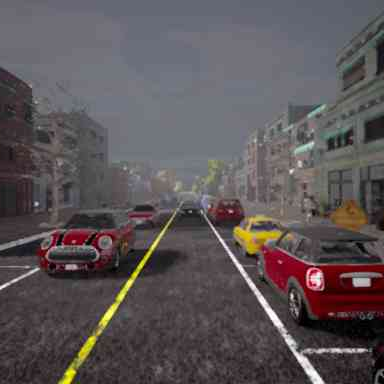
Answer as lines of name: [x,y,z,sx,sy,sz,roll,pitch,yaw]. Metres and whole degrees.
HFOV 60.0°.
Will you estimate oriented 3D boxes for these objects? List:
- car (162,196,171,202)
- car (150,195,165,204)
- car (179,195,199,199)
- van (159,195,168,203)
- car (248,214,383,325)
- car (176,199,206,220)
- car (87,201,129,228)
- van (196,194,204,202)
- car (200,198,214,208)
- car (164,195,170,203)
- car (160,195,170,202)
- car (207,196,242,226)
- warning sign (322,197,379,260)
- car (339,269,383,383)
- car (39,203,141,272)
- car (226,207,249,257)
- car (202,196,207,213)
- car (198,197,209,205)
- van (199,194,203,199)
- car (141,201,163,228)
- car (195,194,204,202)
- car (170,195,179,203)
car: [-6.463,1.739,84.746,1.887,1.381,4.507,-1,0,-1]
car: [-6.203,1.690,57.005,2.008,1.369,4.403,-1,0,-1]
car: [-0.321,1.587,47.253,2.128,1.511,4.902,0,0,-1]
van: [-6.362,1.514,73.650,1.690,1.788,3.998,-1,0,-1]
car: [2.642,1.442,7.153,1.967,1.590,4.097,-1,0,-1]
car: [-0.143,1.605,28.451,2.033,1.411,5.357,0,0,-1]
car: [-5.894,1.513,23.716,1.967,1.590,4.097,-1,0,-1]
van: [1.966,1.488,79.278,1.690,1.788,3.998,-1,0,-1]
car: [2.228,1.637,51.538,1.887,1.381,4.507,-1,0,-1]
car: [-6.310,1.477,68.102,2.192,1.841,5.009,-1,0,-1]
car: [-6.413,1.623,79.198,1.967,1.590,4.097,-1,0,-1]
car: [2.484,1.351,23.797,2.192,1.841,5.009,-1,0,-1]
warning sign: [4.998,1.114,10.570,1.300,1.860,1.060,0,0,-1]
car: [2.695,1.557,1.605,1.947,1.339,4.313,-1,0,-1]
car: [-3.179,1.388,10.979,2.097,1.767,4.553,0,0,0]
car: [2.589,1.539,12.871,1.752,1.417,4.829,-1,0,-1]
car: [2.382,1.499,34.893,1.967,1.590,4.097,-1,0,-1]
car: [2.125,1.696,62.634,1.802,1.307,4.206,-1,0,-1]
van: [2.277,1.422,45.990,1.690,1.788,3.998,-1,0,-1]
car: [-3.276,1.586,22.928,1.812,1.442,4.674,0,0,0]
car: [1.914,1.472,84.827,2.192,1.841,5.009,-1,0,-1]
car: [-3.637,1.640,70.465,1.837,1.490,4.892,0,0,-1]
